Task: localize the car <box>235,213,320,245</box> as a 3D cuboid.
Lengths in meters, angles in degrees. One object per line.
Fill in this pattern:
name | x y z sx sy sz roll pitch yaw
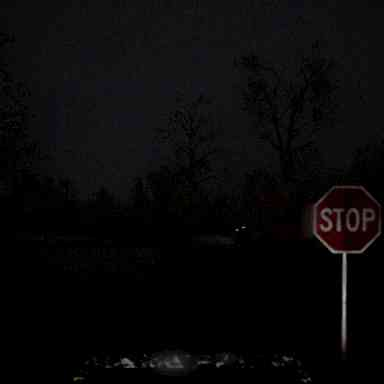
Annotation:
car | 4.225 1.731 16.215 4.181 1.385 1.994 1 0 0
